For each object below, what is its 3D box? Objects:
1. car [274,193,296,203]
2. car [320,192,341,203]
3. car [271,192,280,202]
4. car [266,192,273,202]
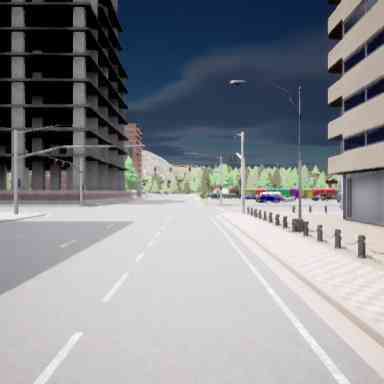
[{"bbox_3d":[20.782,1.419,73.212,3.806,1.475,1.970,0,0,0],"label":"car"},{"bbox_3d":[35.732,1.181,84.424,4.605,1.855,1.932,0,0,0],"label":"car"},{"bbox_3d":[20.767,1.388,76.107,3.905,1.438,1.784,0,0,0],"label":"car"},{"bbox_3d":[20.701,1.178,78.790,4.605,1.855,1.932,0,0,0],"label":"car"}]
